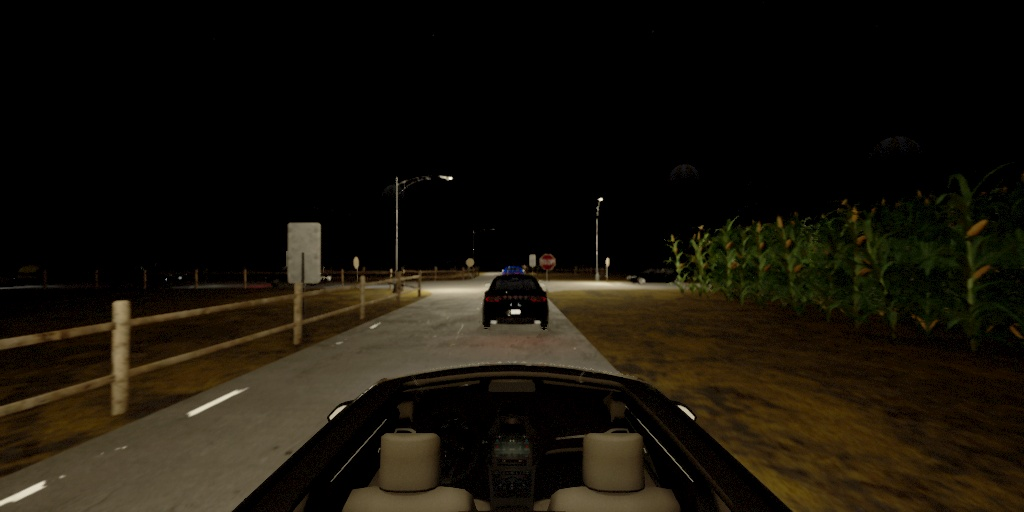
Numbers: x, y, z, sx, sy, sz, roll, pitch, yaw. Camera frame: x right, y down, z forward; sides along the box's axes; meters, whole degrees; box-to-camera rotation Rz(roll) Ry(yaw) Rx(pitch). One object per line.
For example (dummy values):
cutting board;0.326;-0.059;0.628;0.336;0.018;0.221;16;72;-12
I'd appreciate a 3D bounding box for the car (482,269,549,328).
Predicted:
car;0.100;1.355;11.912;1.882;1.535;5.008;0;-1;0

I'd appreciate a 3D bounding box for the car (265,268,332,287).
car;-17.178;1.665;28.980;4.902;1.511;2.128;0;0;0

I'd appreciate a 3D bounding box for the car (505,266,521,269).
car;0.109;1.676;32.120;1.882;1.535;5.008;0;0;0

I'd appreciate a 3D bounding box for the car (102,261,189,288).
car;-29.581;1.436;29.017;5.566;2.045;2.150;0;0;1

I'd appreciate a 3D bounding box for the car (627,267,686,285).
car;12.735;1.737;31.743;5.008;1.535;1.882;0;0;-1

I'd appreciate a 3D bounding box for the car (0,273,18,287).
car;-43.379;1.848;29.095;4.674;1.442;1.812;-1;0;1
